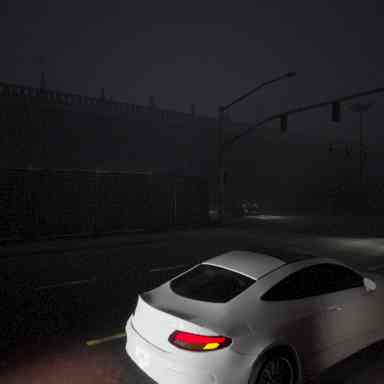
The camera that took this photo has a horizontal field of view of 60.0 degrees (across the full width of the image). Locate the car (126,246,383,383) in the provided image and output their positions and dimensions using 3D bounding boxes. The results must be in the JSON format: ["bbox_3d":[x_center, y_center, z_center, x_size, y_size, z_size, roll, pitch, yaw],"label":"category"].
[{"bbox_3d":[1.378,1.526,4.766,4.674,1.442,1.812,0,0,-35],"label":"car"}]

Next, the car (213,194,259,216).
[{"bbox_3d":[4.633,1.407,33.976,2.097,1.767,4.553,0,0,-36],"label":"car"}]
